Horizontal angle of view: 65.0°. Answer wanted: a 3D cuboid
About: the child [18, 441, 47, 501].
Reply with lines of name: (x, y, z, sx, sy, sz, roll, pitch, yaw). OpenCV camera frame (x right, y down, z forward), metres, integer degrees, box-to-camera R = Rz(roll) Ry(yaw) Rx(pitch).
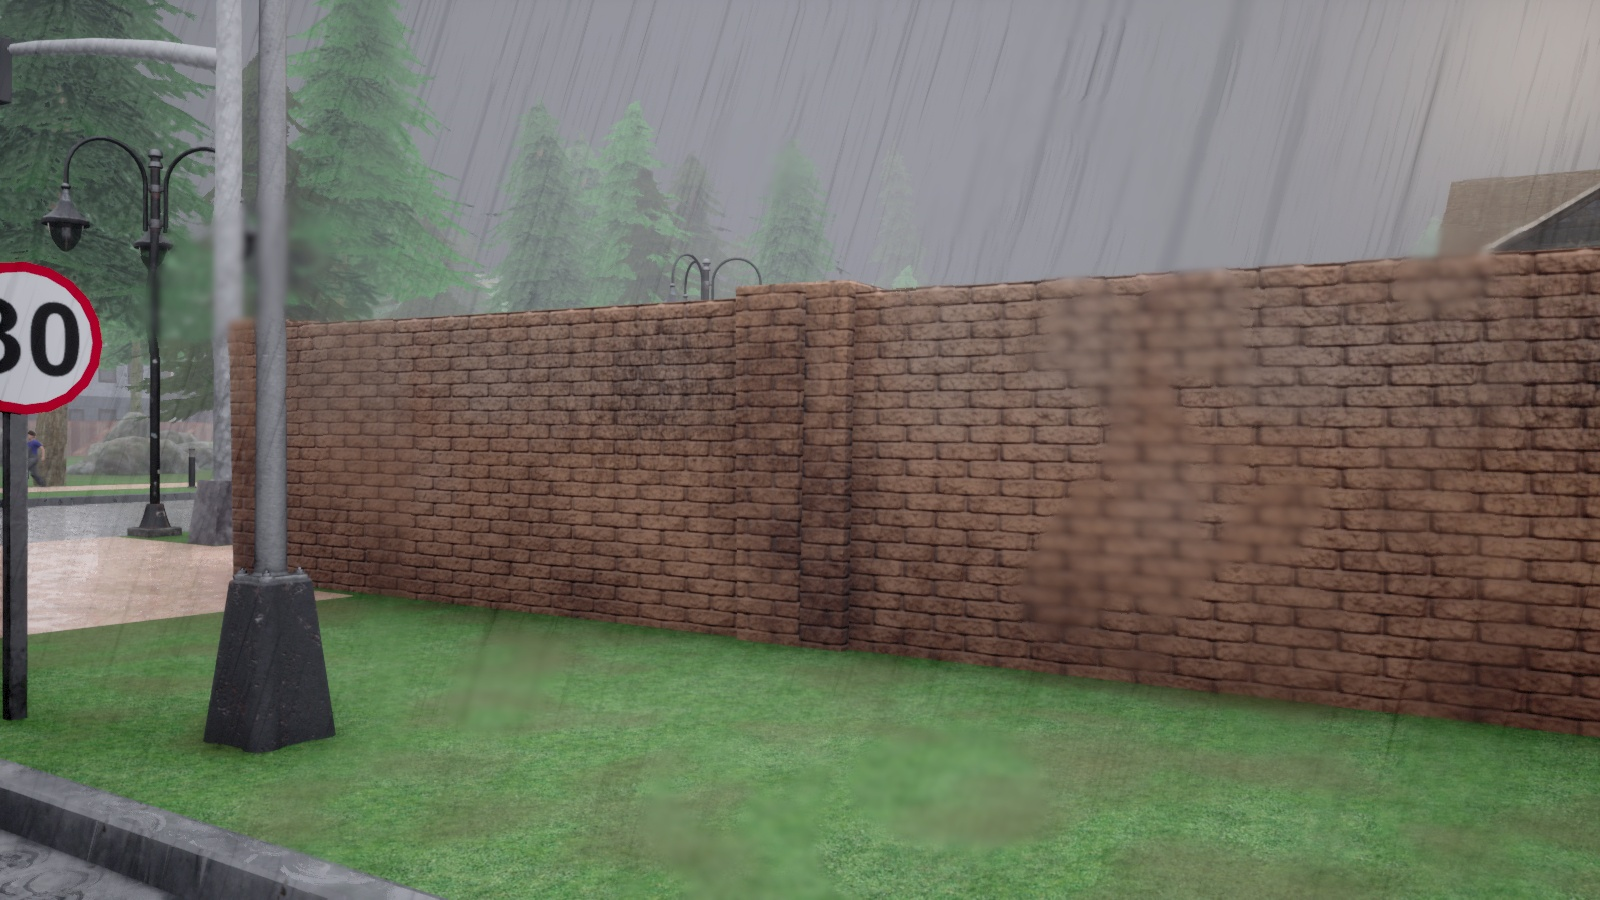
child: (-16.285, 0.436, 26.651, 0.270, 1.263, 0.437, 0, 1, 32)
